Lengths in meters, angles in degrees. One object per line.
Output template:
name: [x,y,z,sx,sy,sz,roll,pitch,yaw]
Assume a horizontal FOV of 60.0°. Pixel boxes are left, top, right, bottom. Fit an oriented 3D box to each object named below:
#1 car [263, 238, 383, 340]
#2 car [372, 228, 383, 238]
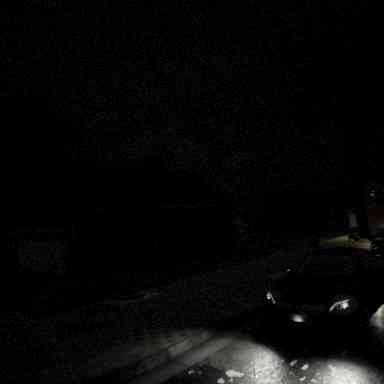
car: [3.389,2.068,7.777,1.812,1.442,4.674,-8,-7,40]
car: [9.894,2.348,15.841,1.882,1.535,5.008,-7,-6,38]
